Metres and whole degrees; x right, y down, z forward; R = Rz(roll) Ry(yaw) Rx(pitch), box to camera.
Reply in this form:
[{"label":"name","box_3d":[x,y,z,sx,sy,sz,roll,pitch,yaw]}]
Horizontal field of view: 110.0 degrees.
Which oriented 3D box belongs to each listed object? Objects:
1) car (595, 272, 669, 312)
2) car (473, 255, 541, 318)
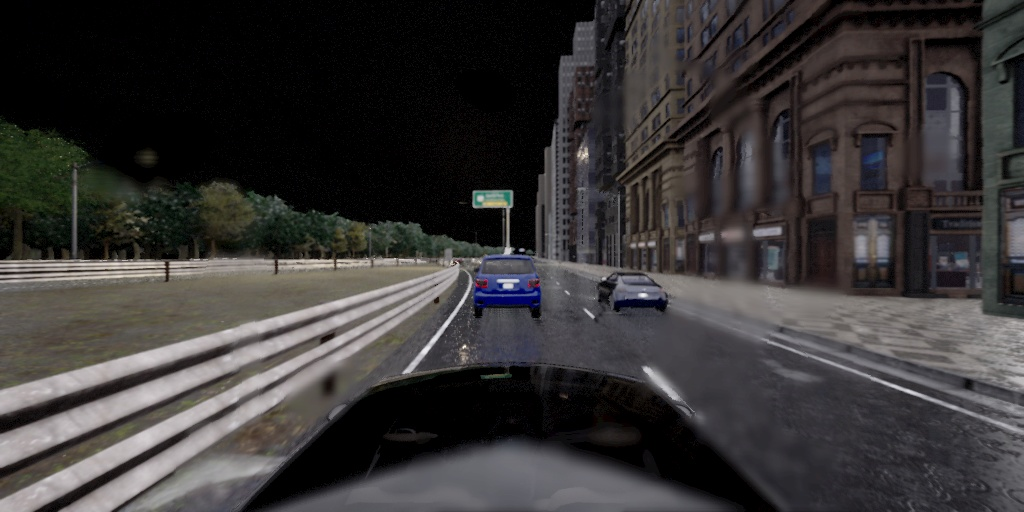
[{"label":"car","box_3d":[4.650,1.336,14.443,1.994,1.385,4.181,0,0,3]},{"label":"car","box_3d":[-0.238,0.988,13.295,2.150,2.045,5.566,0,0,-3]}]
